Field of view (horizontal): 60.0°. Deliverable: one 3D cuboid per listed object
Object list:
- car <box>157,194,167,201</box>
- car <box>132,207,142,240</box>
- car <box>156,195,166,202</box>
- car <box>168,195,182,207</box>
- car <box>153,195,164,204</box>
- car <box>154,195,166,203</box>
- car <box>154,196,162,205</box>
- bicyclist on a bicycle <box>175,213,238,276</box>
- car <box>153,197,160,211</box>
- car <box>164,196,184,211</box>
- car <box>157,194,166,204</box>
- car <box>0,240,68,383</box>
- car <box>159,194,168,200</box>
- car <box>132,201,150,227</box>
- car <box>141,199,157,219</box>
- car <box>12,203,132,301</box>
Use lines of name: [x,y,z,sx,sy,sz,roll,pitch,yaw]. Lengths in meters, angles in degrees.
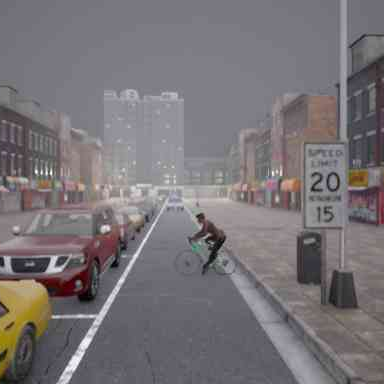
car: [-6.625,1.239,73.670,1.947,1.339,4.313,0,0,-3]
car: [-3.324,1.519,13.788,1.802,1.307,4.206,0,0,-3]
car: [-6.325,1.279,68.226,1.802,1.307,4.206,0,0,-3]
car: [-2.528,1.258,49.071,1.882,1.535,5.008,0,0,-3]
car: [-5.716,1.271,57.168,1.752,1.417,4.829,0,0,-3]
car: [-6.025,1.287,62.782,1.947,1.339,4.313,0,0,-3]
car: [-4.525,1.392,35.563,2.008,1.369,4.403,0,0,-3]
bicyclist on a bicycle: [0.376,1.369,8.602,1.656,1.620,0.582,0,0,-3]
car: [-4.224,1.431,30.119,1.947,1.339,4.313,0,0,-3]
car: [-1.932,1.429,38.235,1.895,1.301,4.718,0,0,-3]
car: [-5.425,1.320,51.895,2.008,1.369,4.403,0,0,-3]
car: [-2.714,1.513,2.731,1.752,1.417,4.829,0,0,-3]
car: [-7.226,1.190,84.557,1.947,1.339,4.313,0,0,-3]
car: [-3.615,1.439,19.062,1.752,1.417,4.829,0,0,-3]
car: [-3.924,1.455,24.675,1.947,1.339,4.313,0,0,-3]
car: [-3.024,1.277,8.343,2.192,1.841,5.009,0,0,-3]
